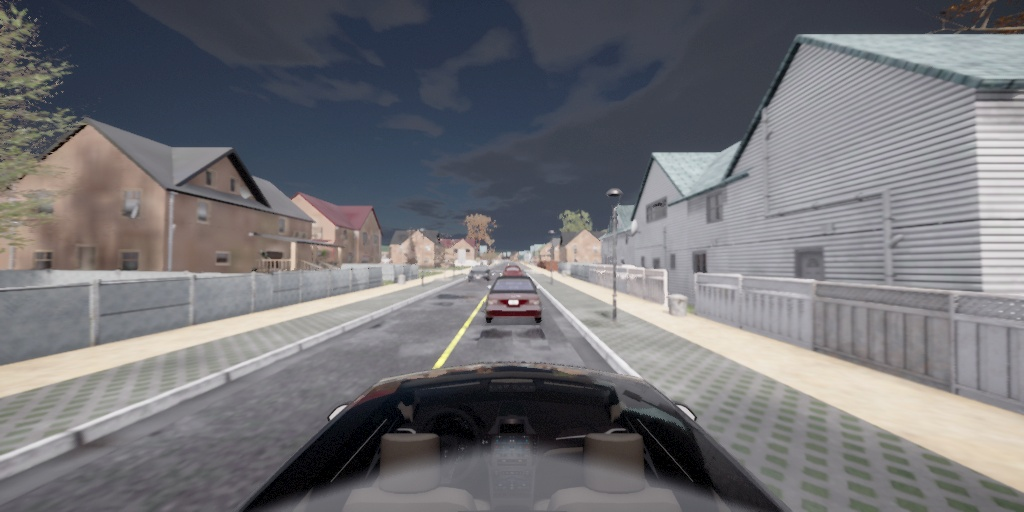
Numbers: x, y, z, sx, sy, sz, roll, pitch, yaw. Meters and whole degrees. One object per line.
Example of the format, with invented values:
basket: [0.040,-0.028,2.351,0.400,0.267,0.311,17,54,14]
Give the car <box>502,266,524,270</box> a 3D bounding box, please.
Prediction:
car: [0.076,1.565,31.650,1.812,1.442,4.674,0,-1,0]

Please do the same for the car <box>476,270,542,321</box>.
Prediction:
car: [0.063,1.407,12.879,2.033,1.411,5.357,0,-1,0]

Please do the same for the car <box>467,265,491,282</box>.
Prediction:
car: [-2.843,1.572,32.339,1.812,1.442,4.674,0,-1,0]
